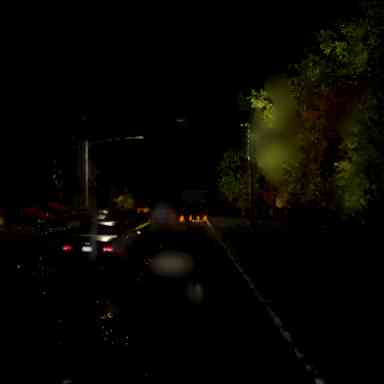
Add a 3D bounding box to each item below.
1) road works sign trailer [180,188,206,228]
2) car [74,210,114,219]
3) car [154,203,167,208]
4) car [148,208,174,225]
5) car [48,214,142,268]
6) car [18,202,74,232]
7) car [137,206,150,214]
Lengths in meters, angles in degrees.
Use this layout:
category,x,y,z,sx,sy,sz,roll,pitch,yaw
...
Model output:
category,x,y,z,sx,sy,sz,roll,pitch,yaw
road works sign trailer,0.111,1.393,30.666,2.380,3.560,2.880,-1,-2,1
car,-6.495,2.004,23.748,1.994,1.385,4.181,2,-2,1
car,-6.107,3.114,64.058,2.150,2.045,5.566,-1,-1,1
car,-3.002,2.623,34.550,1.994,1.385,4.181,-1,-2,0
car,-3.049,1.769,12.128,2.033,1.411,5.357,2,-2,0
car,-9.779,1.541,22.961,1.882,1.535,5.008,22,1,6
car,-9.353,3.403,64.123,1.882,1.535,5.008,-1,-2,1
